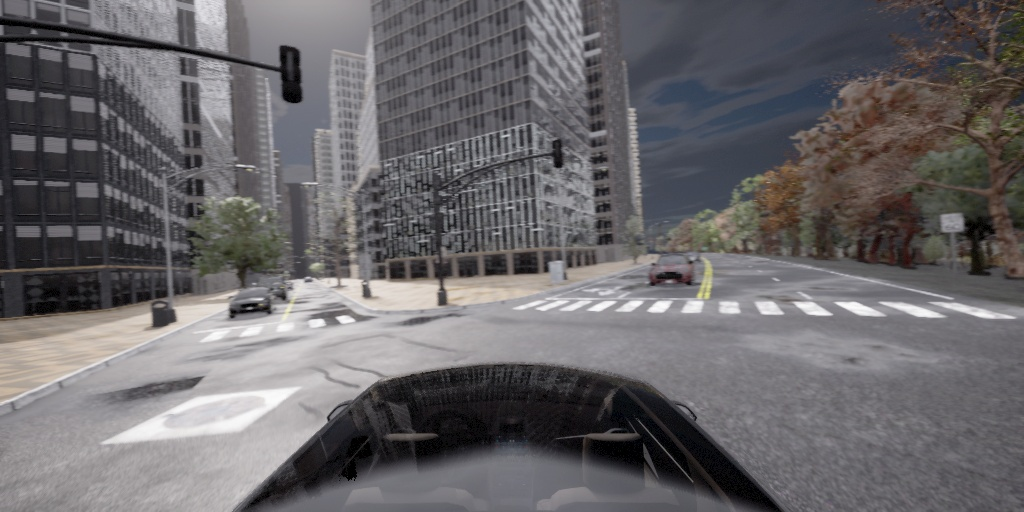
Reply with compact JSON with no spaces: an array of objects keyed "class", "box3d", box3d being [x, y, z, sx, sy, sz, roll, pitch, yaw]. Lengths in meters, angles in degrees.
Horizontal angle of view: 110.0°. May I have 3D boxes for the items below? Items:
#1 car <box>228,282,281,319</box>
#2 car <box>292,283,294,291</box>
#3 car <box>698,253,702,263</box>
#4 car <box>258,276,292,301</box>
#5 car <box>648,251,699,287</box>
[{"class":"car","box3d":[-14.460,2.499,20.163,1.837,1.490,4.892,-3,-1,-30]},{"class":"car","box3d":[-31.048,4.099,49.203,2.033,1.411,5.357,-3,-1,-30]},{"class":"car","box3d":[23.885,0.149,47.438,2.128,1.511,4.902,-4,-1,28]},{"class":"car","box3d":[-20.377,2.763,30.433,2.150,2.045,5.566,-3,-1,-30]},{"class":"car","box3d":[9.101,0.687,20.319,2.097,1.767,4.553,-4,-1,30]}]
